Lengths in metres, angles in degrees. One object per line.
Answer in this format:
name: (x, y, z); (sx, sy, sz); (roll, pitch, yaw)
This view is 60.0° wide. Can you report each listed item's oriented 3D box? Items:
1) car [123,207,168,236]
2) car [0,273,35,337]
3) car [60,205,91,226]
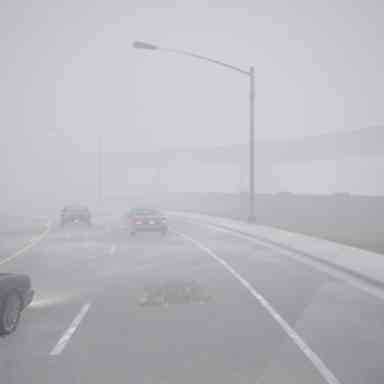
car: (-2.668, 1.507, 18.363); (2.033, 1.411, 5.357); (-1, 0, -17)
car: (-3.624, 1.554, 3.532); (2.033, 1.411, 5.357); (0, 0, -3)
car: (-8.436, 1.597, 23.840); (1.895, 1.301, 4.718); (-1, 0, -23)
